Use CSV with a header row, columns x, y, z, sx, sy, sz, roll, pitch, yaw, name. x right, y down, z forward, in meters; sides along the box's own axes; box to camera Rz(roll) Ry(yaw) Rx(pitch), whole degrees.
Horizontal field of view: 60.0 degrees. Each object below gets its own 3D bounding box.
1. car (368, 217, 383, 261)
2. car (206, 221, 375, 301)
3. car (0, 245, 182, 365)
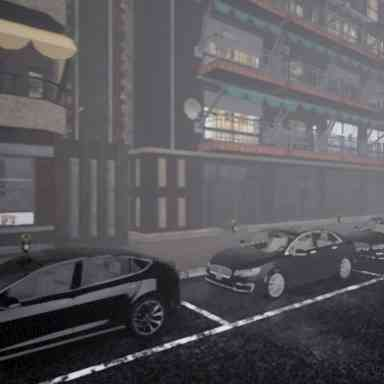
x,y,z,sx,sy,sz,roll,pitch,yaw,name
6.852,1.536,11.445,4.403,1.369,2.008,0,0,-35,car
2.343,1.542,8.229,4.403,1.369,2.008,0,0,-35,car
-2.166,1.564,5.013,4.313,1.339,1.947,0,0,-35,car
